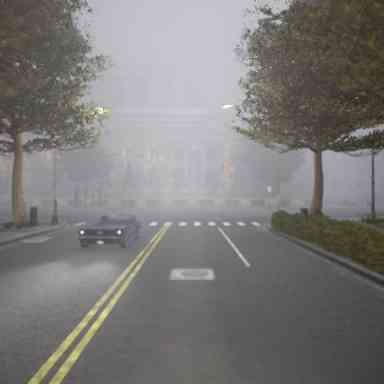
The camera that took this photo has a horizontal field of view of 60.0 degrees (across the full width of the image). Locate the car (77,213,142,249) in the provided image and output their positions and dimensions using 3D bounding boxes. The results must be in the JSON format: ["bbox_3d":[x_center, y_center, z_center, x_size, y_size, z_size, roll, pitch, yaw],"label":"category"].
[{"bbox_3d":[-3.516,1.649,15.014,1.895,1.301,4.718,0,0,0],"label":"car"}]
